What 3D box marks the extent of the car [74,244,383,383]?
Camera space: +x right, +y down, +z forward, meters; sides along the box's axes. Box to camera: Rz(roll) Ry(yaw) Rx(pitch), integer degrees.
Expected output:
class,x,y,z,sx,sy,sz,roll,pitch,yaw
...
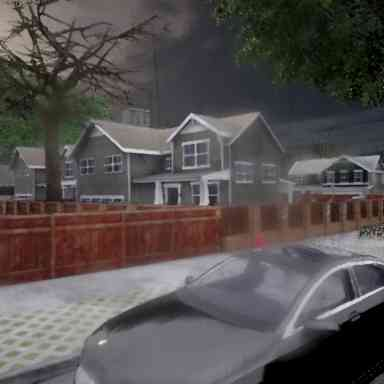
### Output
class,x,y,z,sx,sy,sz,roll,pitch,yaw
car,1.122,1.481,4.035,4.902,1.511,2.128,0,0,-37
